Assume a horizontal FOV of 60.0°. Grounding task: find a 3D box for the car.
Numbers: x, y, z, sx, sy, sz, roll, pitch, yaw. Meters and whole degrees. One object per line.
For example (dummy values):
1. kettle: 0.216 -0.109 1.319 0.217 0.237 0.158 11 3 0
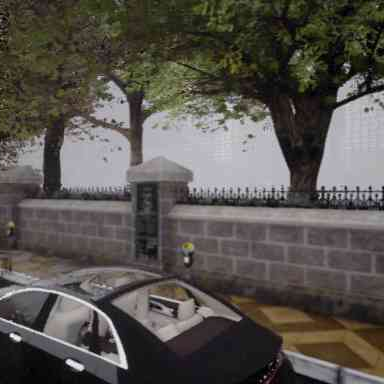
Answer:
1. car: -1.150 1.529 3.700 4.403 1.369 2.008 1 0 35
